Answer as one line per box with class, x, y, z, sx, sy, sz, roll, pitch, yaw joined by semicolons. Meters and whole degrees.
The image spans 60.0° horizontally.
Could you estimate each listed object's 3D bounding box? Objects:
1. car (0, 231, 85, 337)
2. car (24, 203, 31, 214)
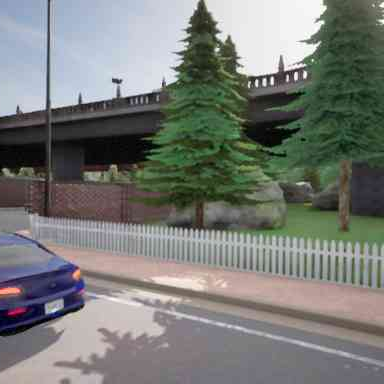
car;-3.925;1.429;5.941;4.674;1.442;1.812;1;1;31
car;-12.252;1.139;29.446;1.882;1.535;5.008;1;1;30
